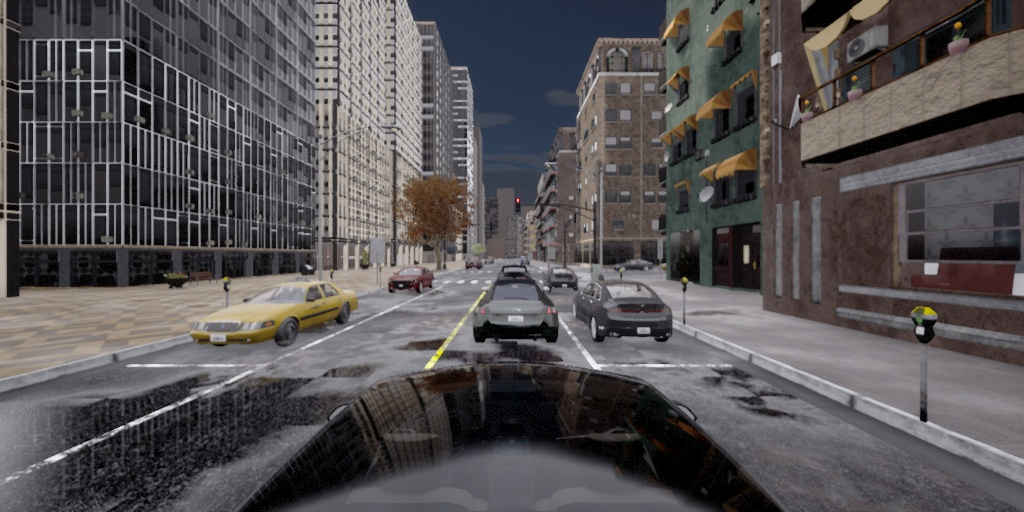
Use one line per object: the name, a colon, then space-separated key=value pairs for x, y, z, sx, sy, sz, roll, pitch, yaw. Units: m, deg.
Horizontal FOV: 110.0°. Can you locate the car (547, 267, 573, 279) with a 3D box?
car: x=2.701 y=1.280 z=20.576 sx=2.007 sy=1.370 sz=4.403 roll=0 pitch=0 yaw=0

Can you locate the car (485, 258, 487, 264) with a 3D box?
car: x=-5.655 y=1.283 z=58.493 sx=1.948 sy=1.339 sz=4.313 roll=0 pitch=0 yaw=0

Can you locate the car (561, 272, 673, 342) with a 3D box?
car: x=2.694 y=1.291 z=9.511 sx=2.007 sy=1.370 sz=4.403 roll=0 pitch=0 yaw=0

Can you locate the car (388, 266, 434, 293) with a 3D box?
car: x=-5.679 y=1.275 z=20.582 sx=1.888 sy=1.381 sz=4.507 roll=0 pitch=0 yaw=0

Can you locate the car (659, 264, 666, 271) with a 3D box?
car: x=18.857 y=0.956 z=40.037 sx=4.829 sy=1.417 sz=1.751 roll=0 pitch=0 yaw=-1

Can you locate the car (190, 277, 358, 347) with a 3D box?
car: x=-5.686 y=1.266 z=9.347 sx=1.751 sy=1.417 sz=4.829 roll=0 pitch=0 yaw=0

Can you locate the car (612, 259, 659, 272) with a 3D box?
car: x=13.459 y=1.059 z=39.985 sx=4.403 sy=1.370 sz=2.007 roll=0 pitch=0 yaw=-1

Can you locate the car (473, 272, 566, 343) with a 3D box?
car: x=0.092 y=1.304 z=9.659 sx=1.994 sy=1.385 sz=4.181 roll=0 pitch=0 yaw=0

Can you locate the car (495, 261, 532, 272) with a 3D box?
car: x=0.116 y=1.236 z=19.708 sx=1.837 sy=1.490 sz=4.892 roll=0 pitch=0 yaw=-1

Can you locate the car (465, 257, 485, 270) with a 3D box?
car: x=-5.659 y=1.032 z=52.969 sx=2.192 sy=1.841 sz=5.009 roll=0 pitch=0 yaw=0
